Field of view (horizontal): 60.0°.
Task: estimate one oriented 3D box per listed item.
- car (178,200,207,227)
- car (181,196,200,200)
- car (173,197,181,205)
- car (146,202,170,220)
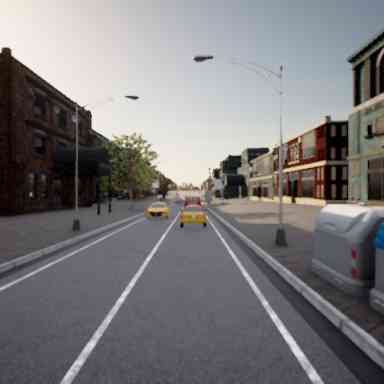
[{"bbox_3d":[0.103,1.620,24.461,1.801,1.575,5.366,0,-1,0],"label":"car"},{"bbox_3d":[0.103,1.559,42.270,2.150,2.045,5.566,0,-1,0],"label":"car"},{"bbox_3d":[-2.992,1.927,72.199,1.837,1.490,4.892,0,0,0],"label":"car"},{"bbox_3d":[-3.092,1.704,31.131,1.882,1.535,5.008,0,-1,0],"label":"car"}]
